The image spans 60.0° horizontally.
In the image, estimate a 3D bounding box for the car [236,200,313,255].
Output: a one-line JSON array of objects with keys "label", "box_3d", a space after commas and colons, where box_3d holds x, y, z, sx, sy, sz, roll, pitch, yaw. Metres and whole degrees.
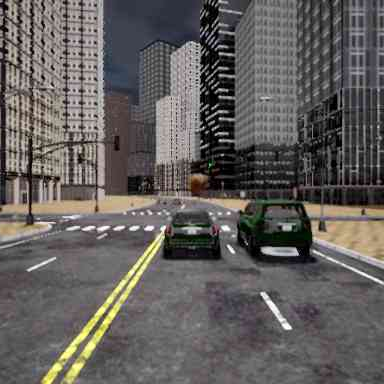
[{"label": "car", "box_3d": [3.244, 1.342, 14.020, 2.150, 2.045, 5.566, 0, 0, 0]}]

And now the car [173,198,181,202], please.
[{"label": "car", "box_3d": [-3.367, 2.106, 74.120, 1.812, 1.442, 4.674, 0, 0, -1]}]

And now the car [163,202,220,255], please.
[{"label": "car", "box_3d": [-0.004, 1.475, 14.059, 2.097, 1.767, 4.553, 0, -1, 0]}]

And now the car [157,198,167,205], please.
[{"label": "car", "box_3d": [-6.615, 2.106, 73.989, 2.128, 1.511, 4.902, 0, 0, -1]}]
